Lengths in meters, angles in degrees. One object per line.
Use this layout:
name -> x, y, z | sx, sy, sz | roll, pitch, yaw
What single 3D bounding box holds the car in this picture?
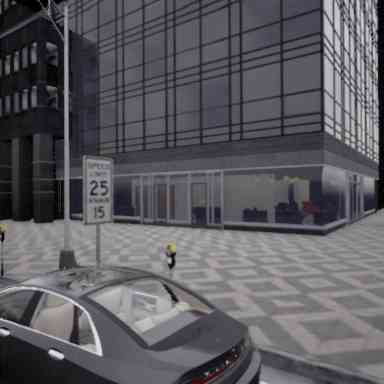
car -> -1.393, 1.582, 3.955 | 4.403, 1.369, 2.008 | -1, 0, 35
